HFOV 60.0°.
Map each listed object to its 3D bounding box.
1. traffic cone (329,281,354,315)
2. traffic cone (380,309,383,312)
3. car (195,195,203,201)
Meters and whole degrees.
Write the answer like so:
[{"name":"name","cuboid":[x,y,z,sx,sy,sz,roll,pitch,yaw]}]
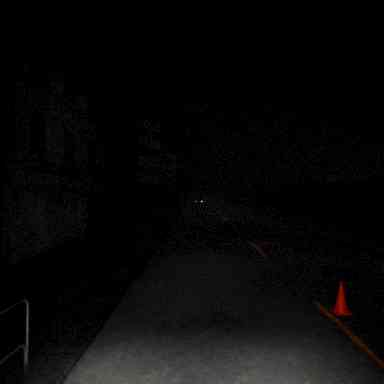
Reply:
[{"name":"traffic cone","cuboid":[2.845,1.997,6.346,0.340,0.580,0.340,1,0,1]},{"name":"traffic cone","cuboid":[3.845,2.009,6.331,0.340,0.580,0.340,1,0,1]},{"name":"car","cuboid":[1.821,1.510,92.097,2.097,1.767,4.553,1,0,1]}]
